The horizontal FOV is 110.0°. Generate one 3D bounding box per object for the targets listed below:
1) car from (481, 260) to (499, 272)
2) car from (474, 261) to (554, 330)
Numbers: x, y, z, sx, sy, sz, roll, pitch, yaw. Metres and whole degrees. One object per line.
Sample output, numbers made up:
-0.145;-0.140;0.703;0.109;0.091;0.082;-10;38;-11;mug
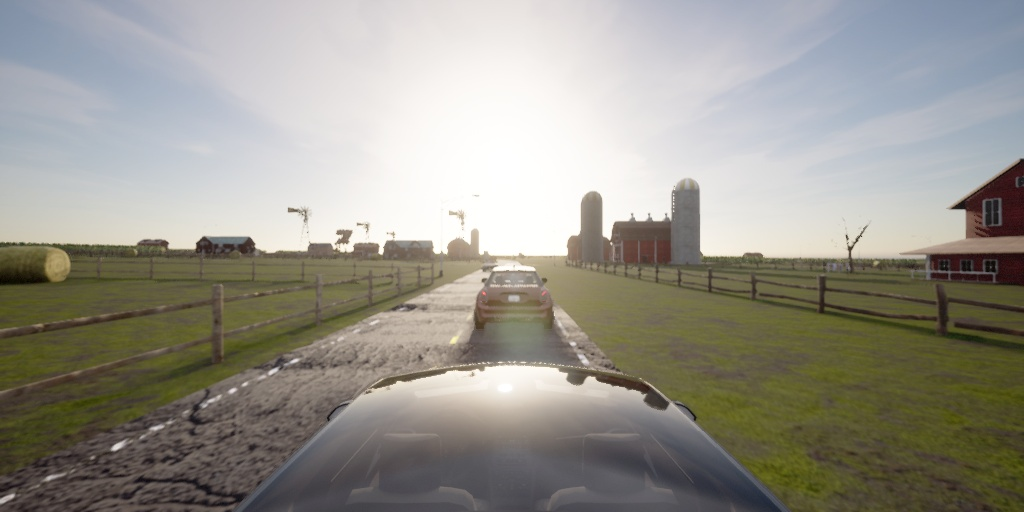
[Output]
-2.789;1.289;46.574;1.994;1.385;4.181;0;0;0;car
0.070;1.096;11.297;2.097;1.767;4.553;0;0;1;car
